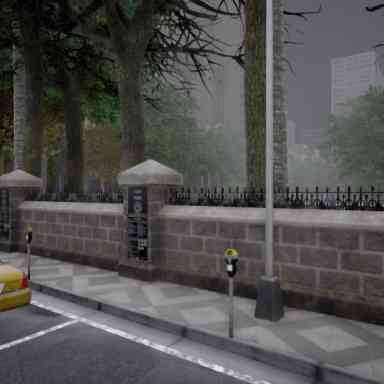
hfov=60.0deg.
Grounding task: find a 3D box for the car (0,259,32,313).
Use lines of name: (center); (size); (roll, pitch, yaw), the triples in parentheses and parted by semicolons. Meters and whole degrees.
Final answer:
car: (-5.071, 1.526, 6.555); (4.829, 1.417, 1.752); (0, 0, 35)
